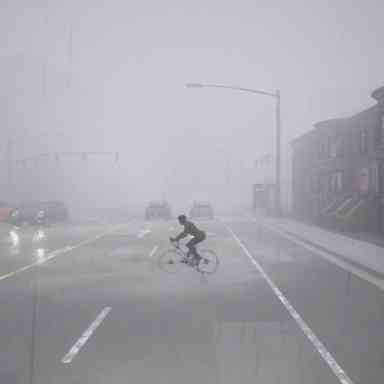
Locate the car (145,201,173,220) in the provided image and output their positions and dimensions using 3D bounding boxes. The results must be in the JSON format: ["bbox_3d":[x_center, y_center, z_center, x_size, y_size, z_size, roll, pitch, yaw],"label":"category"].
[{"bbox_3d":[-2.716,1.491,27.704,2.128,1.511,4.902,0,0,1],"label":"car"}]

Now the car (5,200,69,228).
[{"bbox_3d":[-10.038,1.352,22.336,2.097,1.767,4.553,0,0,2],"label":"car"}]

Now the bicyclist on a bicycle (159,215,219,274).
[{"bbox_3d":[-0.101,1.453,9.082,1.656,1.620,0.582,-1,0,1],"label":"bicyclist on a bicycle"}]

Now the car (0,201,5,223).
[{"bbox_3d":[-13.562,1.352,21.516,2.097,1.767,4.553,0,0,2],"label":"car"}]

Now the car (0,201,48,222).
[{"bbox_3d":[-13.354,1.471,26.428,1.994,1.385,4.181,0,0,1],"label":"car"}]

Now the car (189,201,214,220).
[{"bbox_3d":[0.791,1.491,27.853,2.128,1.511,4.902,0,0,1],"label":"car"}]
